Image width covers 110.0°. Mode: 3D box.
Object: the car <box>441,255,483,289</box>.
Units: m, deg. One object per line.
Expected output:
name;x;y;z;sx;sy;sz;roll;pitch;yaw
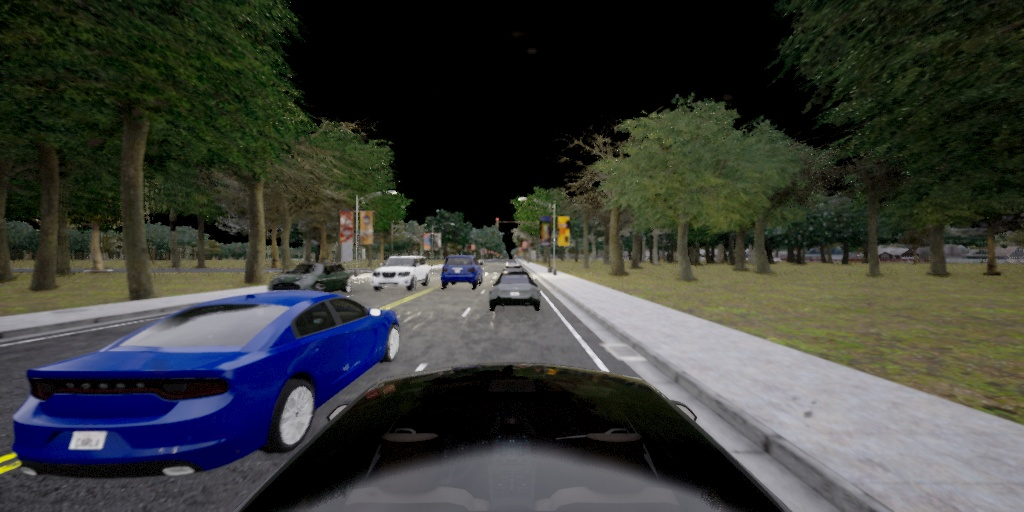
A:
car;-3.144;0.979;23.292;2.150;2.045;5.566;0;0;0

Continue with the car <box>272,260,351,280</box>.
car;-9.831;1.108;17.783;2.097;1.767;4.553;0;0;0

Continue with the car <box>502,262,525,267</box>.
car;0.109;1.254;32.146;2.128;1.511;4.902;0;0;0

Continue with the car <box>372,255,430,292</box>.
car;-6.566;0.980;21.821;2.150;2.045;5.566;0;0;0

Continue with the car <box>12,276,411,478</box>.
car;-3.149;1.229;5.140;1.882;1.535;5.008;0;0;0

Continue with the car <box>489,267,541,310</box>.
car;0.105;1.319;14.823;1.994;1.385;4.181;0;0;0
